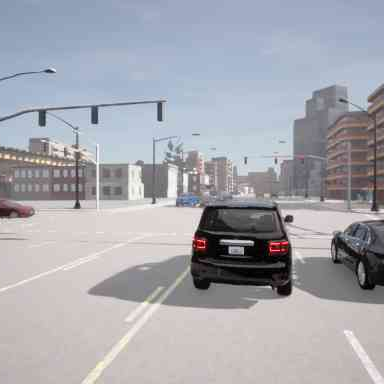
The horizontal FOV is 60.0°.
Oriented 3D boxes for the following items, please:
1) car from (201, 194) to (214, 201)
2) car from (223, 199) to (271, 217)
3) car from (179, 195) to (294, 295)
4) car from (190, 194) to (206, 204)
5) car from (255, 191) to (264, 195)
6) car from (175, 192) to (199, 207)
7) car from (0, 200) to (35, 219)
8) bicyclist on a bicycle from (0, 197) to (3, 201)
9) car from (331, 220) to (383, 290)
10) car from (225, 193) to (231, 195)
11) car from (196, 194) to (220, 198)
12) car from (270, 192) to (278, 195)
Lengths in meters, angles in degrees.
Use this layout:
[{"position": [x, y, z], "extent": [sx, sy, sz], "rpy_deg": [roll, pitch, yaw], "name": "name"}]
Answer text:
[{"position": [3.223, 1.075, 68.183], "extent": [2.033, 1.411, 5.357], "rpy_deg": [0, 1, 12], "name": "car"}, {"position": [5.325, 1.452, 31.977], "extent": [2.128, 1.511, 4.902], "rpy_deg": [1, 1, 44], "name": "car"}, {"position": [1.522, 1.221, 9.015], "extent": [2.150, 2.045, 5.566], "rpy_deg": [0, 0, 14], "name": "car"}, {"position": [1.096, 1.217, 57.916], "extent": [1.837, 1.490, 4.892], "rpy_deg": [0, 1, 11], "name": "car"}, {"position": [17.331, 0.559, 85.135], "extent": [2.097, 1.767, 4.553], "rpy_deg": [0, 1, 11], "name": "car"}, {"position": [-0.806, 1.079, 48.438], "extent": [2.150, 2.045, 5.566], "rpy_deg": [0, 1, 12], "name": "car"}, {"position": [-16.149, 1.478, 28.843], "extent": [5.008, 1.535, 1.882], "rpy_deg": [0, 0, 10], "name": "car"}, {"position": [-23.885, 1.303, 41.395], "extent": [0.582, 1.620, 1.656], "rpy_deg": [0, 0, 10], "name": "bicyclist on a bicycle"}, {"position": [5.083, 1.505, 8.898], "extent": [1.837, 1.490, 4.892], "rpy_deg": [0, 0, 11], "name": "car"}, {"position": [5.965, 1.091, 64.226], "extent": [1.837, 1.490, 4.892], "rpy_deg": [0, 1, 12], "name": "car"}, {"position": [2.278, 1.381, 46.035], "extent": [1.837, 1.490, 4.892], "rpy_deg": [0, 1, 11], "name": "car"}, {"position": [20.766, 0.743, 84.461], "extent": [2.033, 1.411, 5.357], "rpy_deg": [0, 1, 11], "name": "car"}]
